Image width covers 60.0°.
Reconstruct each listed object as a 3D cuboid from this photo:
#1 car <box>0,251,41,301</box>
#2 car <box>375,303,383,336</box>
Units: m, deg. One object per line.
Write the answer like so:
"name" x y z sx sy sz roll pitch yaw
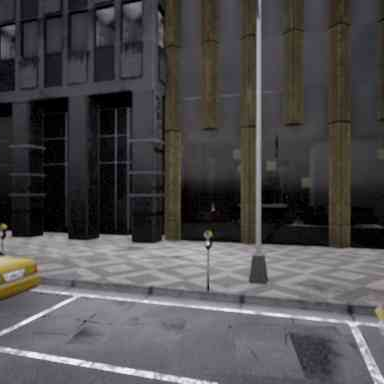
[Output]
"car" -5.551 1.525 6.905 4.829 1.417 1.752 0 0 17
"car" 4.871 1.525 3.798 4.829 1.417 1.752 0 0 17
